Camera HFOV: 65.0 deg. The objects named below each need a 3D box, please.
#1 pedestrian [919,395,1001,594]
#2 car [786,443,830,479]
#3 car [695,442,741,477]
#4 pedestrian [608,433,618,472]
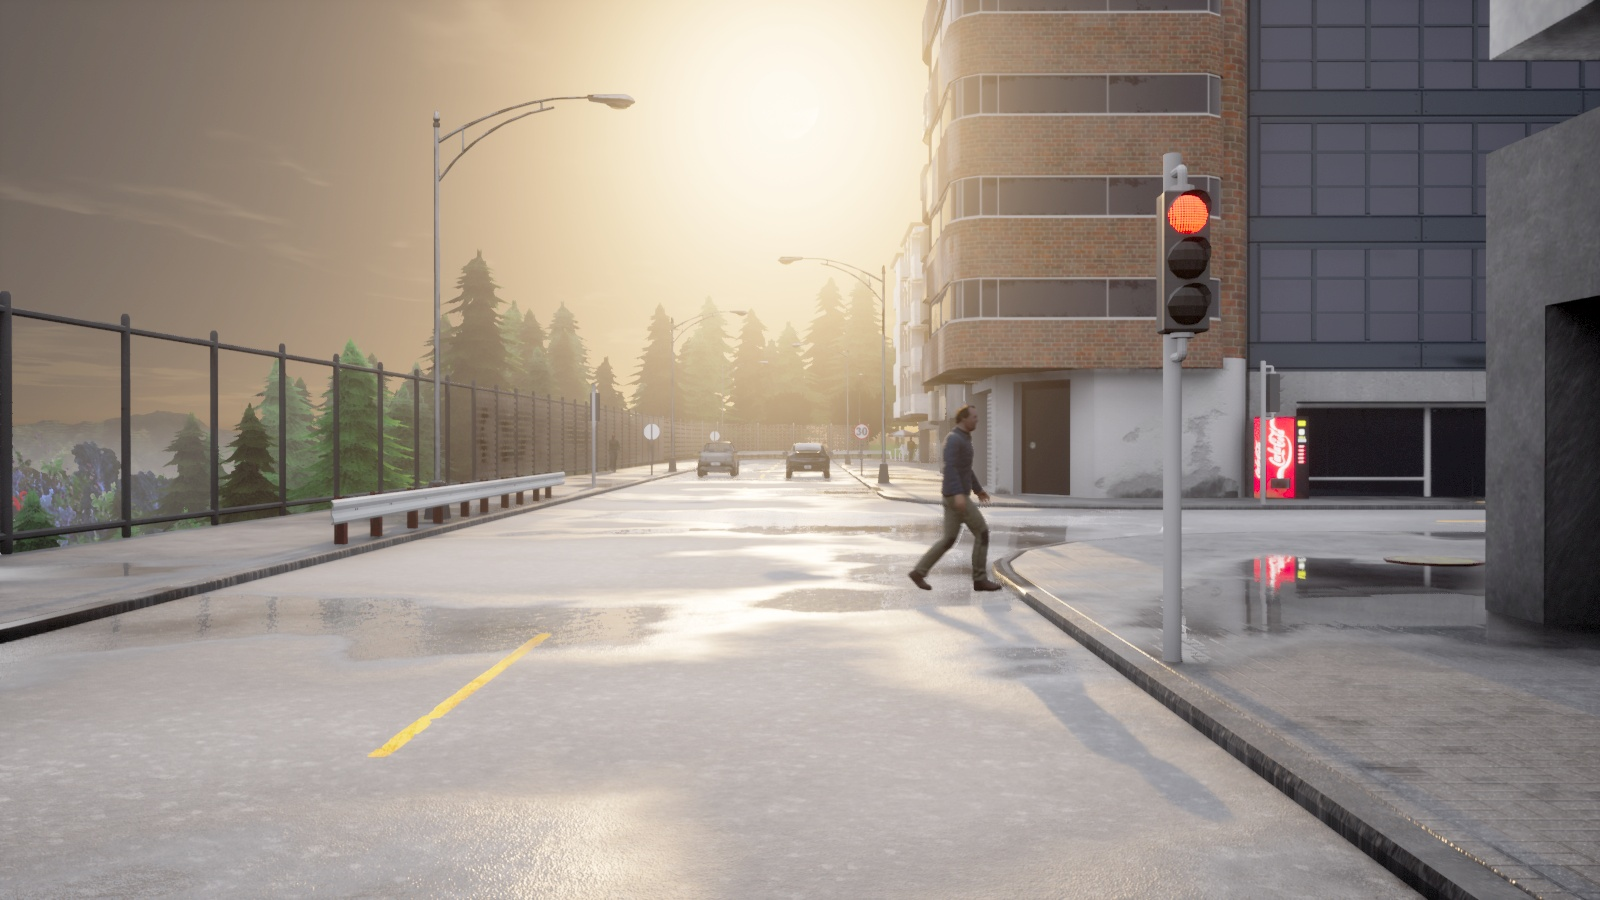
[{"bbox_3d":[1.519,0.406,11.891,0.726,1.842,0.402,0,0,13],"label":"pedestrian"},{"bbox_3d":[0.343,0.442,54.555,1.837,1.490,4.892,0,0,0],"label":"car"},{"bbox_3d":[-3.647,0.403,56.168,1.789,1.549,3.705,0,0,0],"label":"car"},{"bbox_3d":[-8.772,0.115,58.931,0.353,1.847,0.614,0,0,4],"label":"pedestrian"}]
